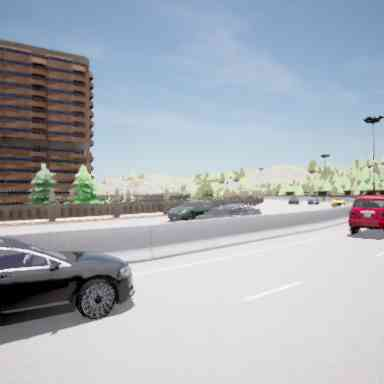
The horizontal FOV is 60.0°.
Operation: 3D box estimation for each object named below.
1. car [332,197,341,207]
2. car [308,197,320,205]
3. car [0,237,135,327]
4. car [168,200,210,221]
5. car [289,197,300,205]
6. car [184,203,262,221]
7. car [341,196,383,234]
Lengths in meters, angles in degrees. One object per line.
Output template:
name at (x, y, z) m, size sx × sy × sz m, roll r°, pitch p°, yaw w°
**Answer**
car at (23.789, 1.627, 54.011) m, size 1.882 × 1.535 × 5.008 m, roll 0°, pitch 0°, yaw 21°
car at (23.003, 1.710, 62.781) m, size 2.128 × 1.511 × 4.902 m, roll 0°, pitch 0°, yaw 17°
car at (-3.395, 1.552, 5.767) m, size 4.902 × 1.511 × 2.128 m, roll 0°, pitch 0°, yaw -37°
car at (0.067, 1.518, 28.130) m, size 2.097 × 1.767 × 4.553 m, roll -1°, pitch 0°, yaw 41°
car at (19.805, 1.715, 64.321) m, size 1.882 × 1.535 × 5.008 m, roll 0°, pitch 0°, yaw 17°
car at (2.069, 1.610, 20.061) m, size 1.837 × 1.490 × 4.892 m, roll 0°, pitch 0°, yaw 44°
car at (10.531, 1.258, 18.503) m, size 2.150 × 2.045 × 5.566 m, roll -1°, pitch 0°, yaw 43°
